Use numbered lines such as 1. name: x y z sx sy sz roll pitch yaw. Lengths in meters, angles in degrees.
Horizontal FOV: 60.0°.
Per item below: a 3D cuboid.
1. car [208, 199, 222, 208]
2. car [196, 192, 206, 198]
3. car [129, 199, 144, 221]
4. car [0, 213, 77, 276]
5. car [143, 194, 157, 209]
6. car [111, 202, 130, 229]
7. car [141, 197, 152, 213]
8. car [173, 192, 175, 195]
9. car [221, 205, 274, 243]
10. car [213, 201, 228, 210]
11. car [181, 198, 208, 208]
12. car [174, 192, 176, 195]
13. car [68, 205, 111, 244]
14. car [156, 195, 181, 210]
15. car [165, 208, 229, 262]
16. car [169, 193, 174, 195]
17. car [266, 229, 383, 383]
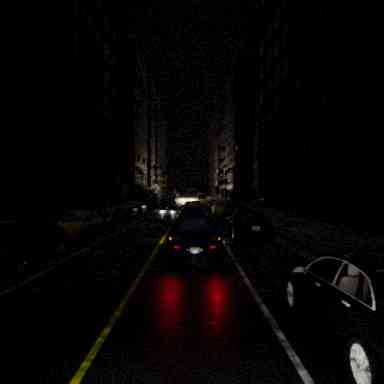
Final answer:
1. car: 2.644 1.432 32.109 1.752 1.417 4.829 0 0 0
2. car: 2.656 1.163 85.591 1.967 1.590 4.097 0 0 0
3. car: -5.382 1.476 26.537 2.008 1.369 4.403 0 0 0
4. car: -5.386 1.538 10.299 1.947 1.339 4.313 0 0 0
5. car: -5.379 1.186 42.775 2.192 1.841 5.009 0 0 0
6. car: -5.384 1.524 21.125 1.802 1.307 4.206 0 0 0
7. car: -5.381 1.458 31.950 2.008 1.369 4.403 0 0 0
8. car: -5.372 1.308 74.693 1.887 1.381 4.507 0 0 0
9. car: 2.640 1.523 15.701 1.947 1.339 4.313 0 0 0
10. car: 2.642 1.507 21.114 1.947 1.339 4.313 0 0 0
11. car: 0.094 1.449 27.061 1.812 1.442 4.674 0 0 0
12. car: -5.370 1.269 79.977 1.752 1.417 4.829 0 0 0
13. car: -5.385 1.483 15.542 1.752 1.417 4.829 0 0 0
14. car: -2.805 1.426 40.648 2.033 1.411 5.357 0 0 0
15. car: 0.089 1.493 11.835 1.812 1.442 4.674 0 0 0
16. car: -5.373 1.333 69.239 2.008 1.369 4.403 0 0 0
17. car: 2.638 1.537 4.876 2.008 1.369 4.403 0 0 0
